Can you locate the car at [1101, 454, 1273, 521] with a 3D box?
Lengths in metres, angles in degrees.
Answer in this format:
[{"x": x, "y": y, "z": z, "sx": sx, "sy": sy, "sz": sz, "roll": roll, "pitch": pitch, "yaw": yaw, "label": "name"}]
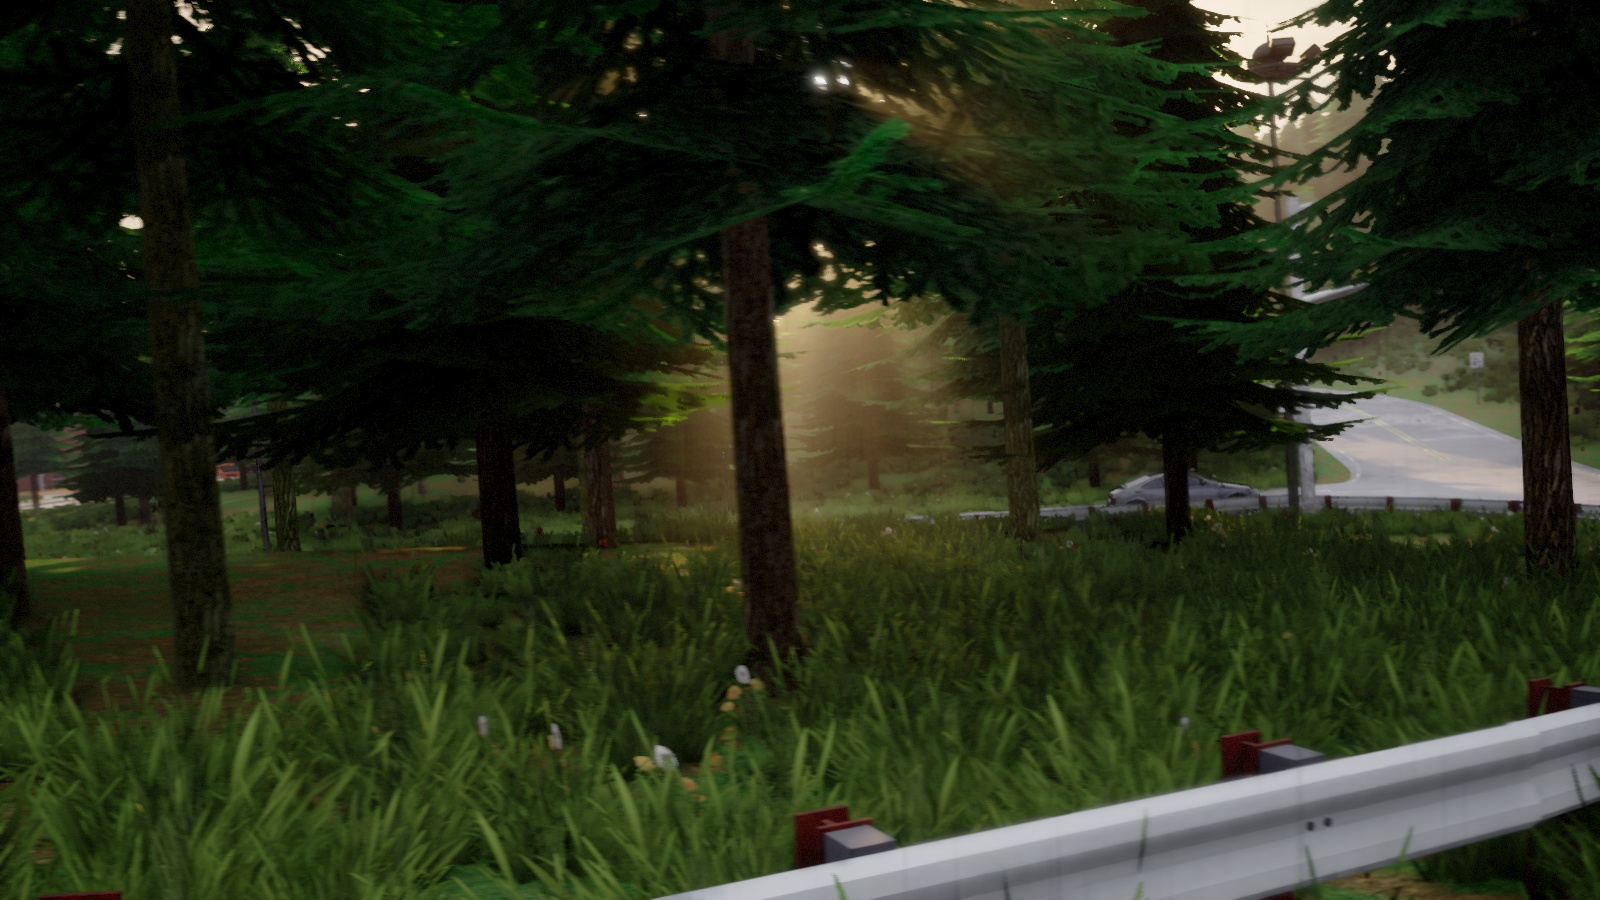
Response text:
[{"x": 10.767, "y": 1.032, "z": 35.197, "sx": 4.181, "sy": 1.385, "sz": 1.994, "roll": -5, "pitch": 2, "yaw": 6, "label": "car"}]
